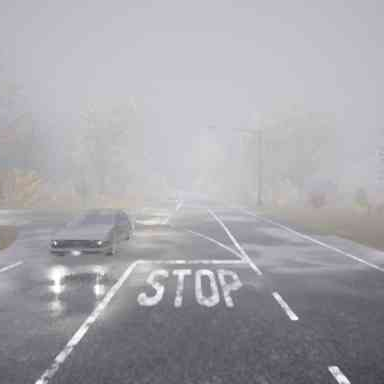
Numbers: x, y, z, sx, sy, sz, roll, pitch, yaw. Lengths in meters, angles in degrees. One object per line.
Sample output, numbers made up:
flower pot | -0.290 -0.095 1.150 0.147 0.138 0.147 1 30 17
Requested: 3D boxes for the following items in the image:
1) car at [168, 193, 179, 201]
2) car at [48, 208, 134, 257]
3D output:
car | -3.502 0.934 62.715 1.812 1.442 4.674 0 1 -1
car | -3.450 1.342 12.574 2.033 1.411 5.357 0 2 0
